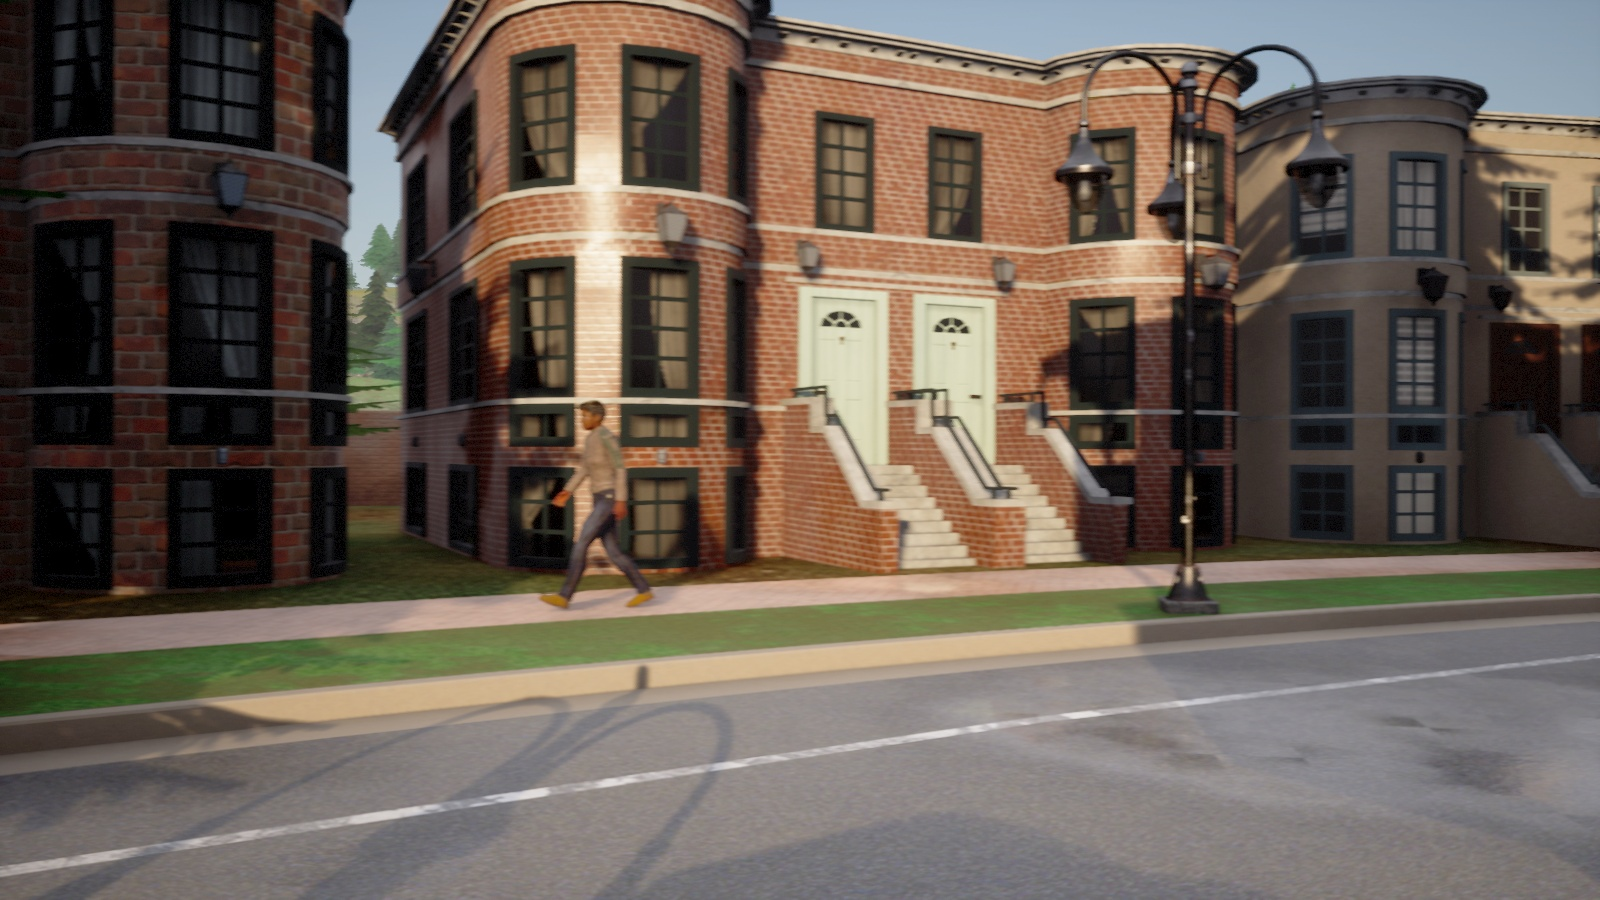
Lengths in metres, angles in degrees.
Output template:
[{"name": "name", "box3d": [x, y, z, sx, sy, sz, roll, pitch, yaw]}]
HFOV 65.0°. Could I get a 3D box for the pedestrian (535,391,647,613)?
[{"name": "pedestrian", "box3d": [-1.751, 0.421, 10.538, 0.869, 1.805, 0.328, 0, 0, -23]}]
